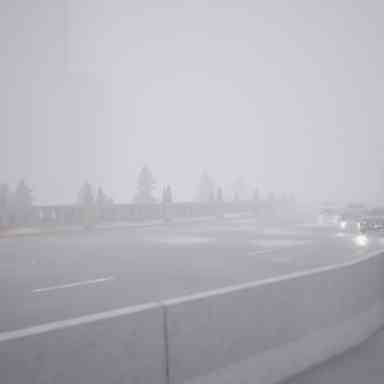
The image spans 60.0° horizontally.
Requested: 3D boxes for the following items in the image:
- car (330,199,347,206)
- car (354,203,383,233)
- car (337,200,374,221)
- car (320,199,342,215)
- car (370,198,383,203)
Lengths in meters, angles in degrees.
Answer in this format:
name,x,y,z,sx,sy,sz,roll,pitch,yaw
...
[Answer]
name,x,y,z,sx,sy,sz,roll,pitch,yaw
car,29.721,2.160,67.638,1.994,1.385,4.181,0,-1,8
car,11.448,1.642,19.772,1.837,1.490,4.892,0,0,40
car,14.490,1.728,29.356,1.837,1.490,4.892,0,-1,34
car,15.970,1.792,38.249,1.882,1.535,5.008,0,-1,29
car,30.632,1.867,55.280,2.097,1.767,4.553,0,-1,17
